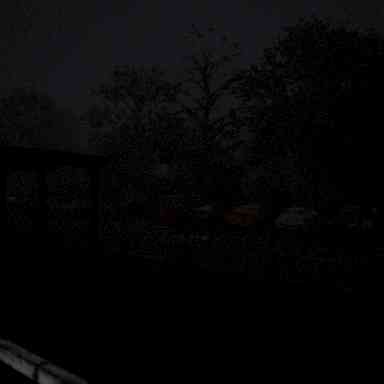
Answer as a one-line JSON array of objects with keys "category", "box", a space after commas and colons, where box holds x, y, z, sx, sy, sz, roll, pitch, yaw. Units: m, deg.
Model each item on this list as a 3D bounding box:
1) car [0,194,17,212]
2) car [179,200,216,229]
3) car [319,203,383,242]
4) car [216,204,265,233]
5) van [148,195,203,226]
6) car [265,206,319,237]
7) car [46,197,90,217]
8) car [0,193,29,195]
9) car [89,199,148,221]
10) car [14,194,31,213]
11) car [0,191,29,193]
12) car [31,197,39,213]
[{"category": "car", "box": [-16.577, 1.236, 34.505, 2.097, 1.535, 5.008, 1, 0, 35]}, {"category": "car", "box": [1.511, 1.485, 21.630, 2.002, 1.452, 4.674, 1, 0, 35]}, {"category": "car", "box": [8.319, 1.400, 16.831, 2.185, 1.767, 4.553, 1, 0, 35]}, {"category": "car", "box": [3.773, 1.471, 20.019, 2.097, 1.535, 5.008, 1, 0, 35]}, {"category": "van", "box": [-0.679, 1.193, 23.334, 1.878, 1.987, 4.442, 1, 0, 35]}, {"category": "car", "box": [6.036, 1.539, 18.413, 2.002, 1.452, 4.674, 1, 0, 35]}, {"category": "car", "box": [-9.903, 1.311, 29.524, 1.946, 1.575, 5.366, 1, 0, 35]}, {"category": "car", "box": [-18.839, 1.209, 36.113, 2.097, 1.535, 5.008, 1, 0, 35]}, {"category": "car", "box": [-5.288, 1.396, 26.434, 2.163, 1.488, 4.792, 1, 0, 35]}, {"category": "car", "box": [-14.314, 1.263, 32.897, 2.231, 1.521, 4.892, 1, 0, 35]}, {"category": "car", "box": [-21.119, 0.932, 37.693, 2.435, 2.045, 5.566, 1, 0, 35]}, {"category": "car", "box": [-12.040, 1.318, 31.307, 2.163, 1.488, 4.792, 1, 0, 35]}]
